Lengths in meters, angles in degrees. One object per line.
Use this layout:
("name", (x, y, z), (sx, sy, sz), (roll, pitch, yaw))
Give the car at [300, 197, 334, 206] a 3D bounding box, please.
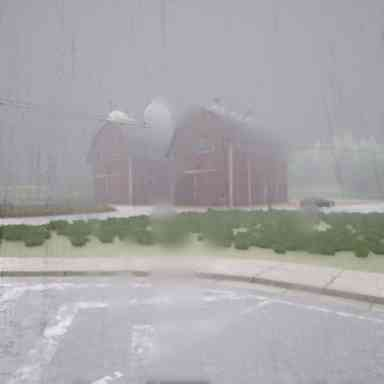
("car", (16.587, 1.438, 44.032), (4.902, 1.511, 2.128), (0, 0, -23))
